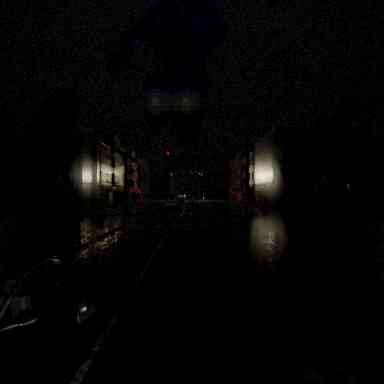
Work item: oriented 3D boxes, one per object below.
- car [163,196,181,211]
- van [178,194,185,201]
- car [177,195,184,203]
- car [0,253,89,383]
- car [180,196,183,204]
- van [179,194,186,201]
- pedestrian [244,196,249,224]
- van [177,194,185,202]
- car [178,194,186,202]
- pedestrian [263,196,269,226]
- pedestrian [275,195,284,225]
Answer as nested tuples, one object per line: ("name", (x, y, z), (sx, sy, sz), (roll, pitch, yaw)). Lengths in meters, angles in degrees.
("car", (-2.630, 1.566, 41.736), (1.752, 1.417, 4.829), (0, 0, 0))
("van", (-2.628, 1.517, 86.749), (1.690, 1.788, 3.998), (0, 0, 0))
("car", (-2.630, 1.648, 53.116), (1.802, 1.307, 4.206), (0, 0, 0))
("car", (-2.631, 1.566, 4.136), (1.947, 1.339, 4.313), (0, 0, 0))
("car", (-2.630, 1.597, 47.511), (1.887, 1.381, 4.507), (0, 0, 0))
("van", (-2.628, 1.538, 92.355), (1.690, 1.788, 3.998), (0, 0, 0))
("pedestrian", (3.511, 1.146, 21.643), (0.375, 1.860, 0.375), (0, 0, 0))
("van", (-2.628, 1.496, 81.144), (1.690, 1.788, 3.998), (0, 0, 0))
("car", (-2.629, 1.538, 64.328), (1.967, 1.590, 4.097), (0, 0, 0))
("pedestrian", (4.511, 1.139, 20.443), (0.375, 1.860, 0.375), (0, 0, 0))
("pedestrian", (5.511, 1.116, 21.043), (0.375, 1.860, 0.375), (0, 0, 0))
